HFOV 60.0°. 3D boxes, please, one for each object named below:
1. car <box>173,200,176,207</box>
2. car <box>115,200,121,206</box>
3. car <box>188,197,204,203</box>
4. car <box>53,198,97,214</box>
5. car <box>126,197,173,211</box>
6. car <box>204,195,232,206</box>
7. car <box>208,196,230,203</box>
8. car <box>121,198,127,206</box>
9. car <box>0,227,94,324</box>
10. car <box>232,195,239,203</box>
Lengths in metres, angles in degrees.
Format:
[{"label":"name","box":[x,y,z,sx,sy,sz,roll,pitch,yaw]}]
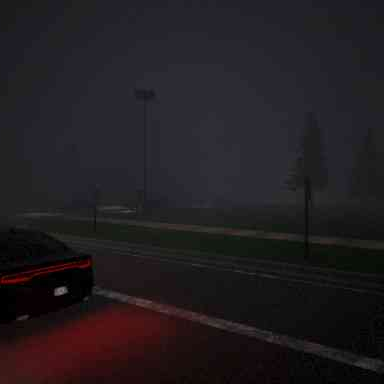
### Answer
[{"label":"car","box":[-4.152,1.526,48.657,1.812,1.442,4.674,0,0,35]},{"label":"car","box":[-10.075,1.564,52.425,1.994,1.385,4.181,0,0,35]},{"label":"car","box":[1.095,1.601,68.220,1.895,1.301,4.718,0,0,35]},{"label":"car","box":[-12.735,1.478,36.444,1.882,1.535,5.008,0,0,35]},{"label":"car","box":[-5.134,1.547,41.189,2.033,1.411,5.357,0,0,35]},{"label":"car","box":[4.277,1.564,54.601,1.994,1.385,4.181,0,0,35]},{"label":"car","box":[5.636,1.548,68.589,2.033,1.411,5.357,0,0,35]},{"label":"car","box":[-7.631,1.492,49.819,2.128,1.511,4.902,0,0,35]},{"label":"car","box":[-4.162,1.478,6.935,5.008,1.535,1.882,0,0,36]},{"label":"car","box":[7.368,1.351,64.993,2.097,1.767,4.553,0,0,36]}]
